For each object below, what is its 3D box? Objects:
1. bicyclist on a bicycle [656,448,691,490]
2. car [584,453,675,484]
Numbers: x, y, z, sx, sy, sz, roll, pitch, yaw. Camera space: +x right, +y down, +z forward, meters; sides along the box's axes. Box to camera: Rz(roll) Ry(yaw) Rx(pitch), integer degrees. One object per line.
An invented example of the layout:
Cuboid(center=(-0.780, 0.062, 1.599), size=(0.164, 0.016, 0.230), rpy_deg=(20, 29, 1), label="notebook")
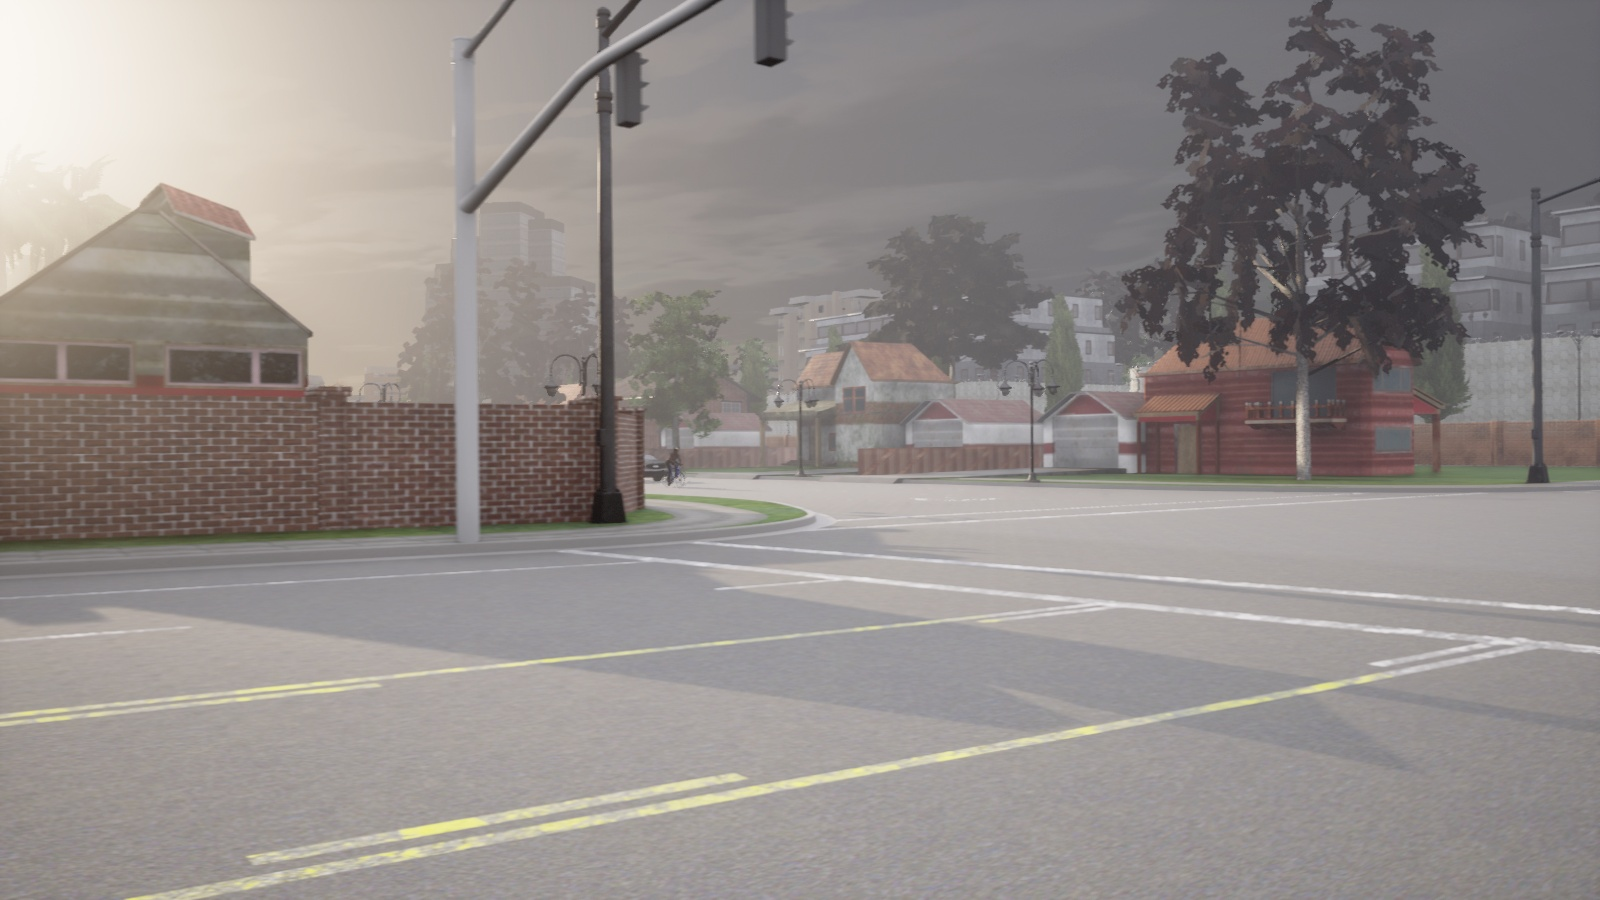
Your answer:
Cuboid(center=(-5.091, 0.754, 50.460), size=(0.582, 1.620, 1.656), rpy_deg=(-1, 1, -36), label="bicyclist on a bicycle")
Cuboid(center=(-8.289, 0.857, 60.702), size=(2.033, 1.411, 5.357), rpy_deg=(-1, 0, -36), label="car")
